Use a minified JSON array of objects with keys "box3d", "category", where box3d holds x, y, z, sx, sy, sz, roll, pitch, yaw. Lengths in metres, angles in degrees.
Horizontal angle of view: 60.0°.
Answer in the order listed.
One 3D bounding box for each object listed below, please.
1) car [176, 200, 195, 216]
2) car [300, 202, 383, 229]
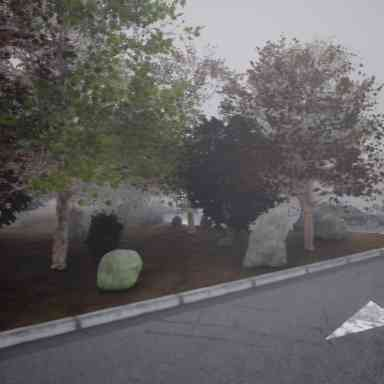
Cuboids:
[{"box3d":[-0.369,1.549,33.599,2.128,1.511,4.902,-1,-1,8],"category":"car"},{"box3d":[9.003,1.358,19.846,4.892,1.490,1.837,-2,2,25],"category":"car"}]
